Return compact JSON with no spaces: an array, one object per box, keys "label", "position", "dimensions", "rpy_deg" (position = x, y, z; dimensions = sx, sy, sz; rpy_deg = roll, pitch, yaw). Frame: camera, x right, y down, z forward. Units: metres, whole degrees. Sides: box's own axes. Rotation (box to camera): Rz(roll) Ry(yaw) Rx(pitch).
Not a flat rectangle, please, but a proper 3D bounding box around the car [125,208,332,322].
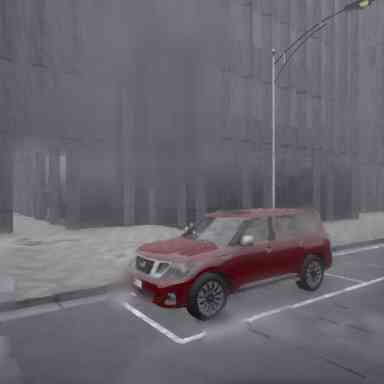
[{"label":"car","position":[1.083,1.314,7.422],"dimensions":[5.009,1.841,2.192],"rpy_deg":[0,0,-36]}]
